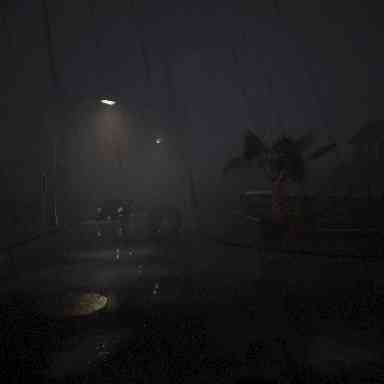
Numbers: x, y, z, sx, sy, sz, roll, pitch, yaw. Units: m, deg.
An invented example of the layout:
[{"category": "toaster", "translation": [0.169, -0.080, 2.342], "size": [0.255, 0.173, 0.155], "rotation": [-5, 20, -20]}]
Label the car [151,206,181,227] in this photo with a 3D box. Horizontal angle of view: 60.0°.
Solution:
[{"category": "car", "translation": [-1.801, 1.580, 22.809], "size": [1.895, 1.301, 4.718], "rotation": [0, 0, -4]}]

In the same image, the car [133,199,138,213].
[{"category": "car", "translation": [-7.098, 1.470, 37.170], "size": [1.837, 1.490, 4.892], "rotation": [0, 0, -4]}]

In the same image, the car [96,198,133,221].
[{"category": "car", "translation": [-6.304, 1.327, 26.831], "size": [2.097, 1.767, 4.553], "rotation": [0, 0, -4]}]
